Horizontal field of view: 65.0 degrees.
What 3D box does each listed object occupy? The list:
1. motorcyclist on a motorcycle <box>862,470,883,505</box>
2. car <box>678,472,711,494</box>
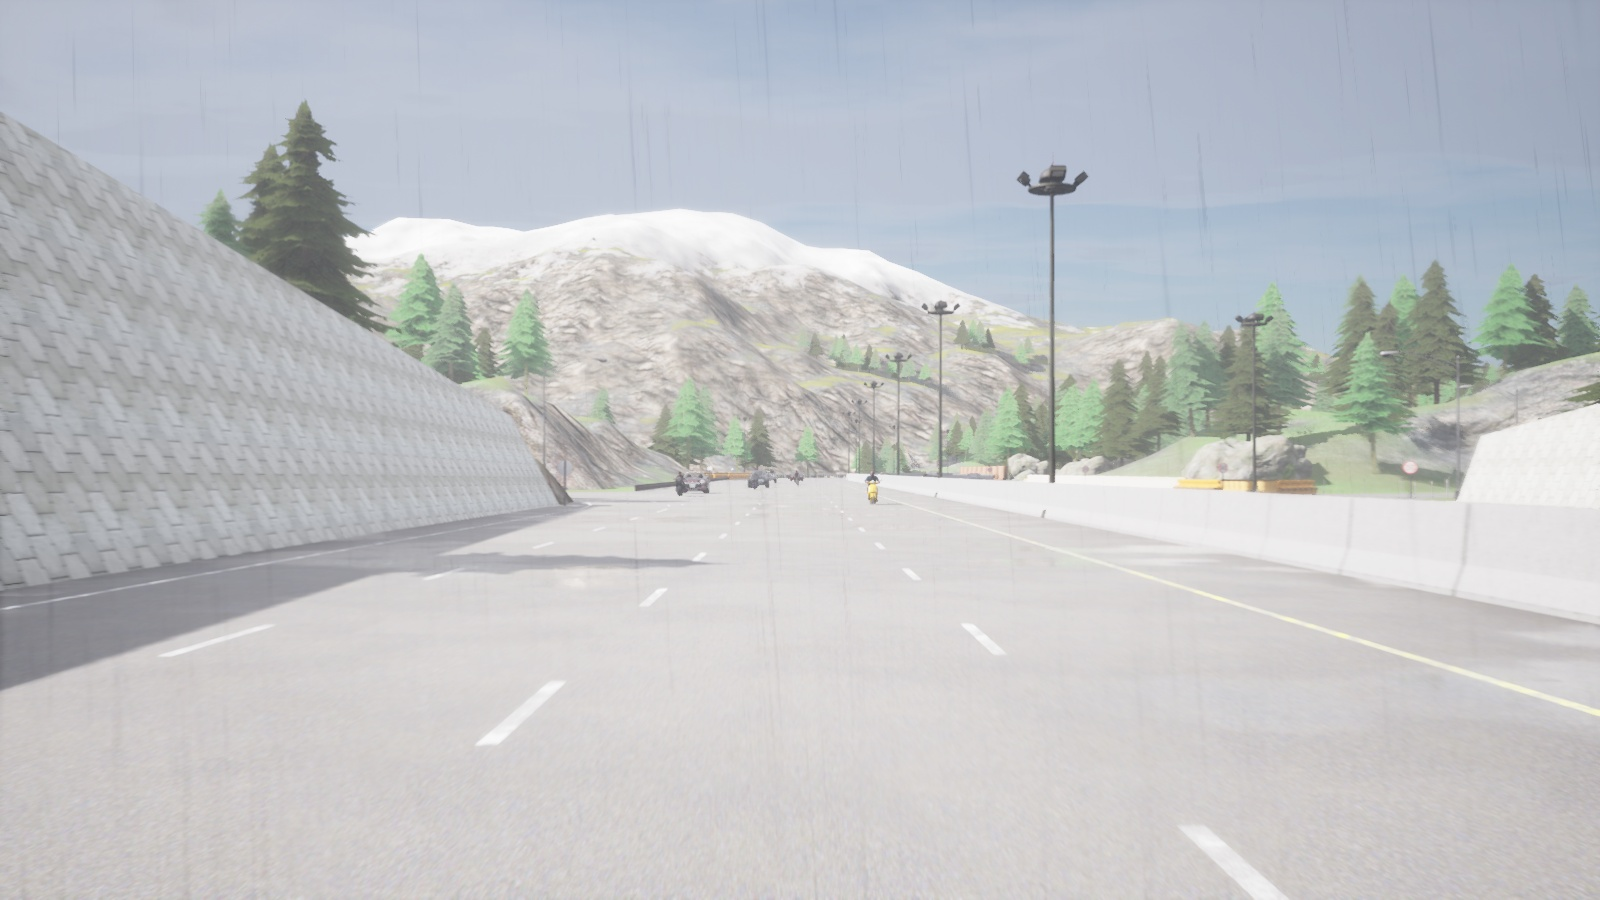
[{"bbox_3d":[3.359,1.724,58.136,0.866,1.590,1.817,0,-1,0],"label":"motorcyclist on a motorcycle"},{"bbox_3d":[-7.210,2.250,86.378,1.970,1.475,3.806,0,-1,0],"label":"car"}]
